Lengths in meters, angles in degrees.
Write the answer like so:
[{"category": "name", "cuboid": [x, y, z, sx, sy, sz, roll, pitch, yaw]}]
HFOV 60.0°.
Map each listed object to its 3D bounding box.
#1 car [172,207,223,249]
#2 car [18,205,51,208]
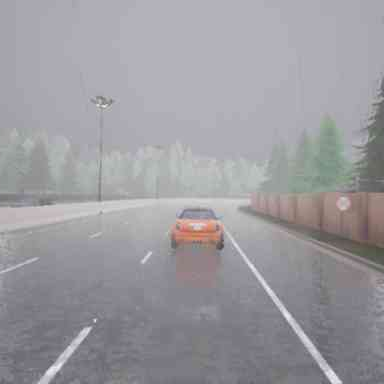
[{"category": "car", "cuboid": [0.270, 1.471, 15.418, 2.097, 1.767, 4.553, 2, 0, 1]}, {"category": "car", "cuboid": [-13.515, 1.176, 28.505, 2.097, 1.767, 4.553, 2, 0, 2]}]
